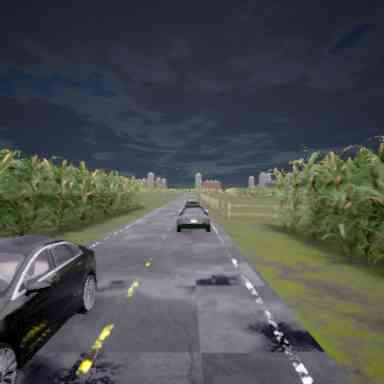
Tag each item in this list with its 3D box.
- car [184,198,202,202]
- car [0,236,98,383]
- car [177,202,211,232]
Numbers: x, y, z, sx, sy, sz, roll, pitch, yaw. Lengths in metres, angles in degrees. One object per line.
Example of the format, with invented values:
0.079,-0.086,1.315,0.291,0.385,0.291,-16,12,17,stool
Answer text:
0.099,1.474,39.824,1.837,1.490,4.892,0,0,0,car
-2.814,1.492,4.823,2.128,1.511,4.902,0,0,0,car
0.097,1.555,20.280,1.994,1.385,4.181,0,0,0,car
